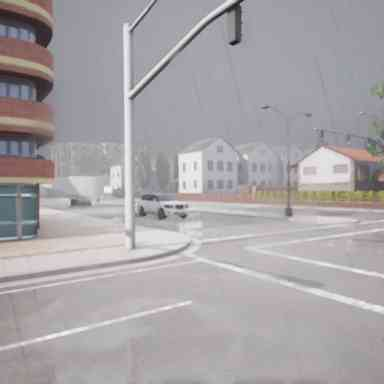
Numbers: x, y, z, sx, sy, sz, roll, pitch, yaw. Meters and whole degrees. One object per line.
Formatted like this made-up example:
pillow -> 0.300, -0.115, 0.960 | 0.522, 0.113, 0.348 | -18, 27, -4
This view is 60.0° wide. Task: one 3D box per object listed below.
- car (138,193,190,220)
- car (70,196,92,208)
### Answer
car -> -2.416, 1.075, 26.851 | 2.150, 2.045, 5.566 | -1, 0, -35
car -> -15.195, 1.327, 45.452 | 1.882, 1.535, 5.008 | -1, 0, -34
